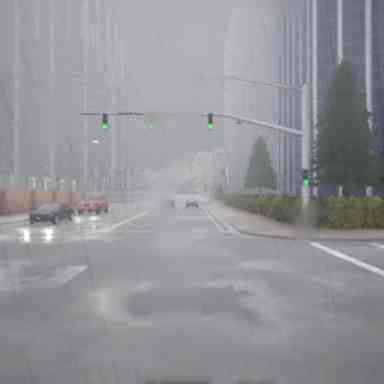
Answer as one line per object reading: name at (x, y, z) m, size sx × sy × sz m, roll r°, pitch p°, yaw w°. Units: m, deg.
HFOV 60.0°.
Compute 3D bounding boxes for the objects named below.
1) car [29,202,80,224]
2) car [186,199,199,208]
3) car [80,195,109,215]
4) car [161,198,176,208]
car at (-10.591, 1.553, 25.455) m, size 1.882 × 1.535 × 5.008 m, roll 0°, pitch 0°, yaw 0°
car at (0.017, 1.703, 49.636) m, size 1.895 × 1.301 × 4.718 m, roll 0°, pitch 0°, yaw 0°
car at (-10.580, 1.313, 36.125) m, size 2.150 × 2.045 × 5.566 m, roll 0°, pitch 0°, yaw 0°
car at (-3.483, 1.610, 49.543) m, size 1.837 × 1.490 × 4.892 m, roll 0°, pitch 0°, yaw 0°
